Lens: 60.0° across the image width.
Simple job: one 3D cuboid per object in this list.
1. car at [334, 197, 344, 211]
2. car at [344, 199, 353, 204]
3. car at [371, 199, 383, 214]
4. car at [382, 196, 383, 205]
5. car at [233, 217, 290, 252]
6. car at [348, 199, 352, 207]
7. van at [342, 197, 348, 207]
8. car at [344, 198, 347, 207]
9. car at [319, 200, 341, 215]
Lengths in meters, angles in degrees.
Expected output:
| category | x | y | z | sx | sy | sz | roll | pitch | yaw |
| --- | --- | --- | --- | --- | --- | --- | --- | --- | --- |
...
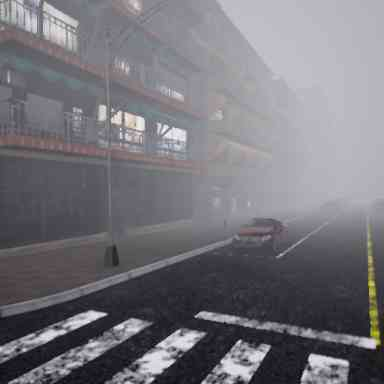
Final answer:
| category | x | y | z | sx | sy | sz | roll | pitch | yaw |
| --- | --- | --- | --- | --- | --- | --- | --- | --- | --- |
| car | 18.844 | 1.898 | 44.592 | 1.967 | 1.590 | 4.097 | -2 | -1 | 28 |
| car | 39.662 | 2.390 | 84.277 | 1.802 | 1.307 | 4.206 | -2 | -1 | 28 |
| car | 22.494 | 1.849 | 39.149 | 1.812 | 1.442 | 4.674 | -1 | -1 | 28 |
| car | 44.455 | 1.917 | 75.403 | 2.192 | 1.841 | 5.009 | -2 | -1 | 28 |
| car | 3.216 | 1.781 | 14.833 | 1.802 | 1.307 | 4.206 | -2 | -1 | 28 |
| car | 29.242 | 1.948 | 64.442 | 2.192 | 1.841 | 5.009 | -2 | -1 | 28 |
| van | 24.053 | 1.886 | 54.512 | 1.690 | 1.788 | 3.998 | -2 | -1 | 28 |
| car | 21.452 | 2.052 | 49.548 | 2.008 | 1.369 | 4.403 | -2 | -1 | 28 |
| car | 16.243 | 1.997 | 39.630 | 1.802 | 1.307 | 4.206 | -2 | -1 | 28 |
